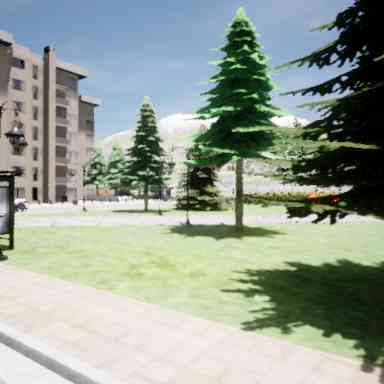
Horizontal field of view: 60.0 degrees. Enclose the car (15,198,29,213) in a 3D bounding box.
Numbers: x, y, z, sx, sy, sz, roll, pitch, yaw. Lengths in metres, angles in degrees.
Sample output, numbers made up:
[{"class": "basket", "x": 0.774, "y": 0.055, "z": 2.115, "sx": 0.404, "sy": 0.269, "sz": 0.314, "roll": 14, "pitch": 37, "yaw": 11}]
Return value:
[{"class": "car", "x": -18.122, "y": 0.974, "z": 30.709, "sx": 2.150, "sy": 2.045, "sz": 5.566, "roll": 0, "pitch": 0, "yaw": 36}]
